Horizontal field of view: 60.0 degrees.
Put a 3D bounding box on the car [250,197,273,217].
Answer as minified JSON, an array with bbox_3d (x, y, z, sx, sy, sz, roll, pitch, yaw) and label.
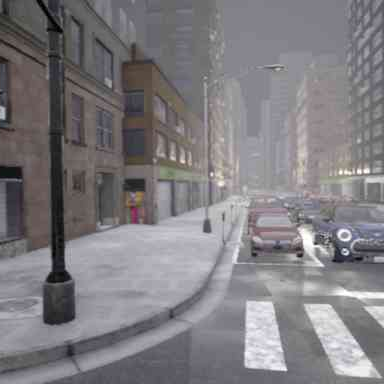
[{"bbox_3d":[5.820,1.223,28.384,1.752,1.417,4.829,-1,0,10],"label":"car"}]

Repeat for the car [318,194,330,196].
[{"bbox_3d":[16.179,0.976,38.050,1.967,1.590,4.097,-1,0,10],"label":"car"}]

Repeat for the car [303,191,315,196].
[{"bbox_3d":[18.113,0.993,49.009,2.008,1.369,4.403,-1,0,10],"label":"car"}]

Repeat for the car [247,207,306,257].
[{"bbox_3d":[2.953,1.430,12.112,1.802,1.307,4.206,-1,0,10],"label":"car"}]

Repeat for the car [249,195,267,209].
[{"bbox_3d":[7.782,1.149,39.512,2.008,1.369,4.403,-1,0,10],"label":"car"}]

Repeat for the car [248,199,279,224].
[{"bbox_3d":[4.884,1.290,23.072,1.887,1.381,4.507,-1,0,10],"label":"car"}]

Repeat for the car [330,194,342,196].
[{"bbox_3d":[15.216,1.128,32.572,1.887,1.381,4.507,-1,0,10],"label":"car"}]

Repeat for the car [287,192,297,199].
[{"bbox_3d":[22.972,0.723,76.572,1.752,1.417,4.829,-1,0,10],"label":"car"}]

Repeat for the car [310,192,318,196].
[{"bbox_3d":[17.147,1.033,43.530,1.887,1.381,4.507,-1,0,10],"label":"car"}]

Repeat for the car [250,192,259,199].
[{"bbox_3d":[13.577,0.753,72.394,1.967,1.590,4.097,-1,0,10],"label":"car"}]

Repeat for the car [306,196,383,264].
[{"bbox_3d":[5.386,1.187,11.067,2.097,1.767,4.553,0,0,10],"label":"car"}]

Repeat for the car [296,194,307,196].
[{"bbox_3d":[8.721,1.209,29.771,2.033,1.411,5.357,0,0,10],"label":"car"}]

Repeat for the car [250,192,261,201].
[{"bbox_3d":[11.645,0.851,61.433,1.967,1.590,4.097,-1,0,10],"label":"car"}]

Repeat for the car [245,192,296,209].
[{"bbox_3d":[3.914,1.112,17.590,2.192,1.841,5.009,-1,0,10],"label":"car"}]

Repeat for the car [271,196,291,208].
[{"bbox_3d":[10.541,1.174,39.738,1.895,1.301,4.718,0,0,10],"label":"car"}]

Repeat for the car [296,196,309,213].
[{"bbox_3d":[6.978,1.242,20.061,2.128,1.511,4.902,0,0,10],"label":"car"}]

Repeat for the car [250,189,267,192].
[{"bbox_3d":[9.709,0.820,50.472,2.192,1.841,5.009,-1,0,10],"label":"car"}]

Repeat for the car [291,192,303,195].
[{"bbox_3d":[16.300,0.771,54.559,2.097,1.767,4.553,0,0,10],"label":"car"}]

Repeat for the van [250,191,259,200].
[{"bbox_3d":[12.609,0.703,66.914,1.690,1.788,3.998,-1,0,10],"label":"van"}]
